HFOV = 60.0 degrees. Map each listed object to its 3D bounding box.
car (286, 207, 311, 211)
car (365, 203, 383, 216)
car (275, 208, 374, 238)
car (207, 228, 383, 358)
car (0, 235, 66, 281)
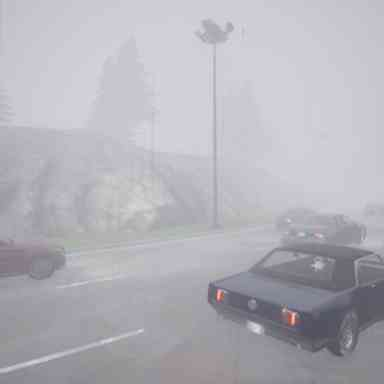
[{"bbox_3d":[6.893,1.628,21.023,1.994,1.385,4.181,0,0,38],"label":"car"},{"bbox_3d":[16.900,1.654,30.409,1.895,1.301,4.718,0,0,29],"label":"car"},{"bbox_3d":[5.664,1.585,13.918,2.033,1.411,5.357,-1,0,42],"label":"car"},{"bbox_3d":[2.593,1.618,6.107,4.718,1.301,1.895,0,0,-40],"label":"car"},{"bbox_3d":[-5.678,1.601,8.442,4.674,1.442,1.812,0,0,-36],"label":"car"}]
